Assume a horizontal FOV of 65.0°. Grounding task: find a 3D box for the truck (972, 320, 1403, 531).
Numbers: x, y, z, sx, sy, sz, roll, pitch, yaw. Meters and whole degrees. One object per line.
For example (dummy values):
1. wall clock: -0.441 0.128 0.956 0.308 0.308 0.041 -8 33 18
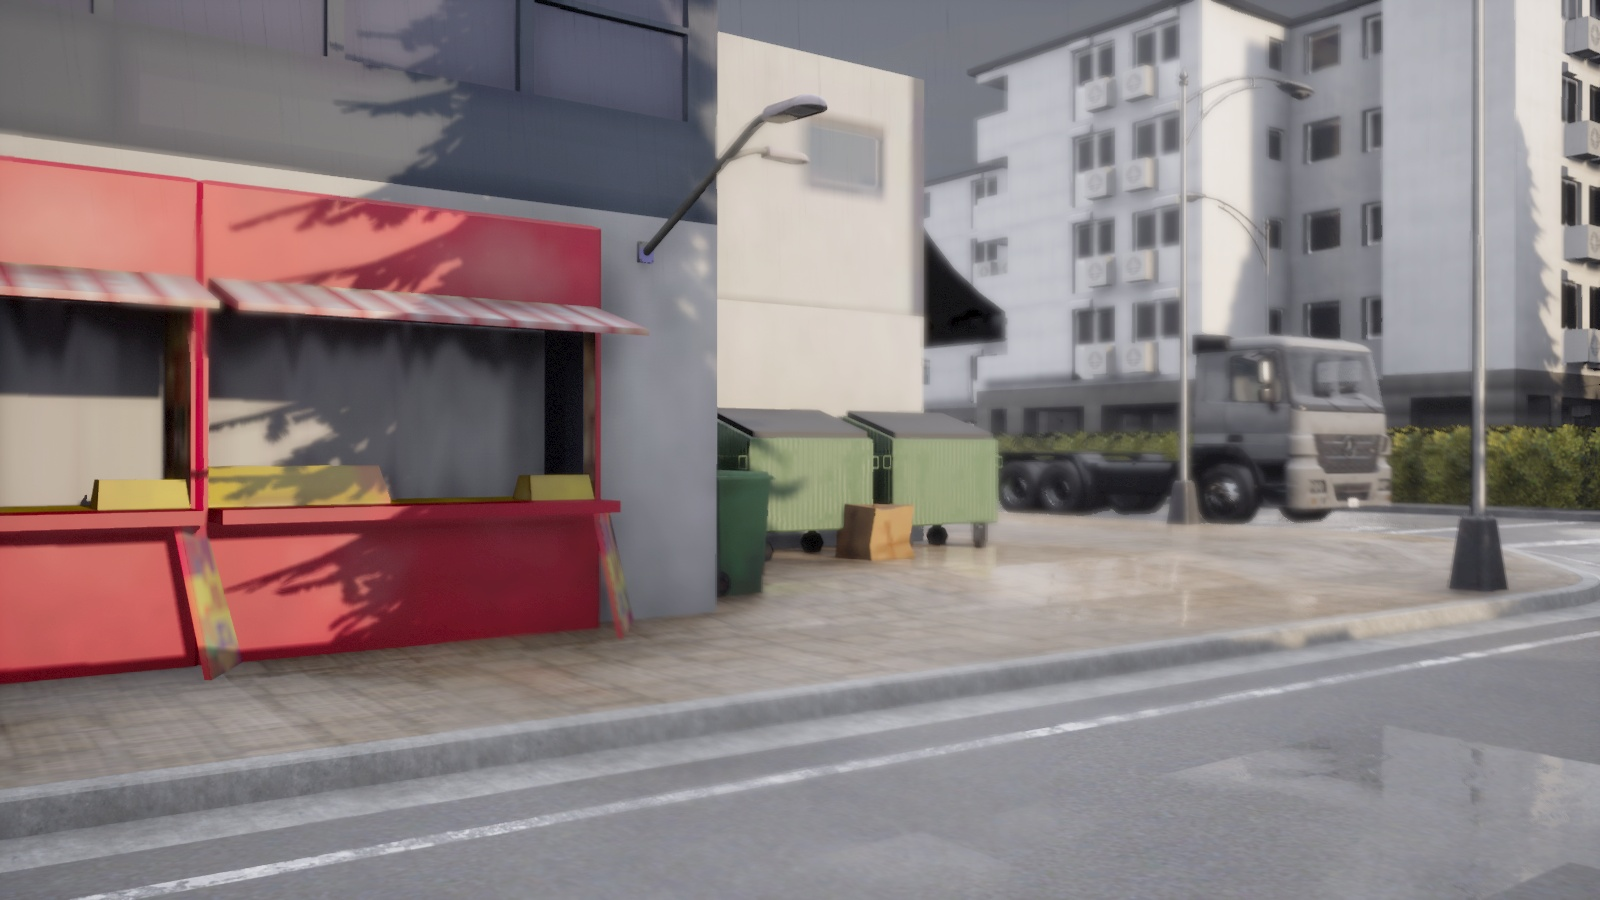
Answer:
1. truck: 7.208 -0.383 24.663 2.891 3.462 7.936 0 0 -36
